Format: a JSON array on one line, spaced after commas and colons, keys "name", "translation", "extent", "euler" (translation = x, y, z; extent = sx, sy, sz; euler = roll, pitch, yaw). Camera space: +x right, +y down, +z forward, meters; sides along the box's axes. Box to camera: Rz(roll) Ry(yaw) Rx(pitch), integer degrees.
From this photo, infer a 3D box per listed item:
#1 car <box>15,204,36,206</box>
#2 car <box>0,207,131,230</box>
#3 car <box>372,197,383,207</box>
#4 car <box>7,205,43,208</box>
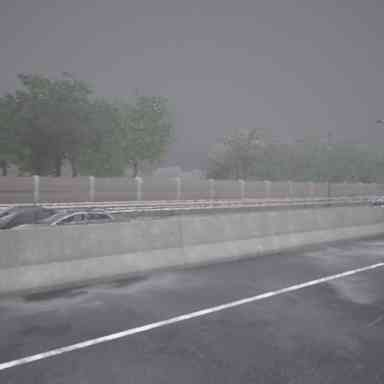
[{"name": "car", "translation": [-9.667, 1.465, 18.594], "extent": [5.008, 1.535, 1.882], "euler": [0, 0, -35]}, {"name": "car", "translation": [-4.791, 1.474, 13.474], "extent": [4.902, 1.511, 2.128], "euler": [0, 0, -36]}, {"name": "car", "translation": [25.677, 1.303, 43.783], "extent": [5.008, 1.535, 1.882], "euler": [0, 0, -35]}, {"name": "car", "translation": [-7.659, 1.535, 15.728], "extent": [5.357, 1.411, 2.033], "euler": [0, 0, -36]}]
